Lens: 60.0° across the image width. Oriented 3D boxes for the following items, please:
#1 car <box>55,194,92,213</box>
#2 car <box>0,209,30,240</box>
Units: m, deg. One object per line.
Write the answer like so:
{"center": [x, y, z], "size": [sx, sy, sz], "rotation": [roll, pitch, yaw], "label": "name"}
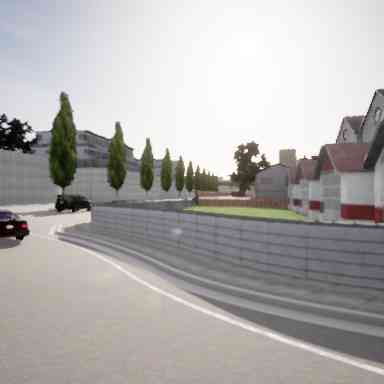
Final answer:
{"center": [-13.517, 1.280, 38.389], "size": [2.150, 2.045, 5.566], "rotation": [1, 0, 11], "label": "car"}
{"center": [-9.658, 1.536, 16.074], "size": [5.357, 1.411, 2.033], "rotation": [0, 0, 44], "label": "car"}
